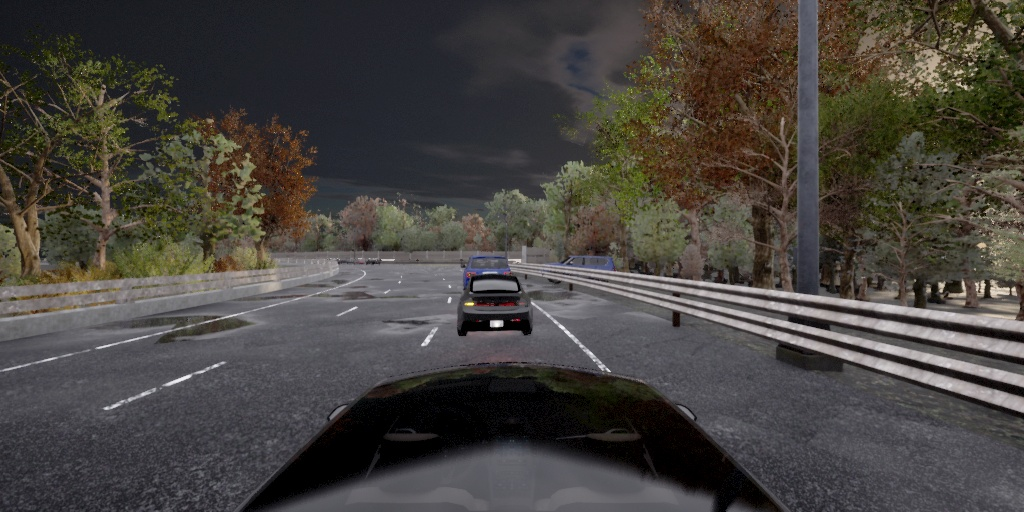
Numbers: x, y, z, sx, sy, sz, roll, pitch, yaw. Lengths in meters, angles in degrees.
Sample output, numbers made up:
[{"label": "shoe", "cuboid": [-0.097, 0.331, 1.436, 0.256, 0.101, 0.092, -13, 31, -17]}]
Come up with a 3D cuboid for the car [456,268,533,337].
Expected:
[{"label": "car", "cuboid": [-0.554, 1.254, 10.364, 1.837, 1.490, 4.892, 0, 0, -5]}]

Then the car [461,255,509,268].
[{"label": "car", "cuboid": [-1.324, 0.970, 17.841, 2.150, 2.045, 5.566, 0, 0, -9]}]

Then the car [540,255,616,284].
[{"label": "car", "cuboid": [4.820, 0.964, 26.153, 5.566, 2.045, 2.150, 3, 1, -5]}]
